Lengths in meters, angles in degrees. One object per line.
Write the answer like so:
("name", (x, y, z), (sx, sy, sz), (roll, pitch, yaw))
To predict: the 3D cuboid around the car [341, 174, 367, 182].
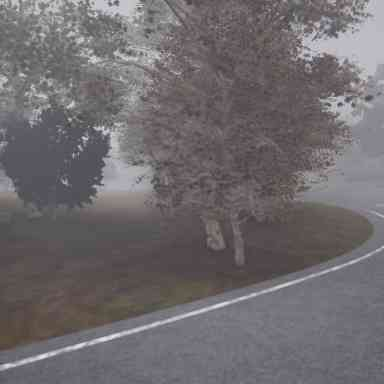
("car", (32.042, -2.821, 65.862), (4.892, 1.490, 1.837), (-4, 3, -4))
